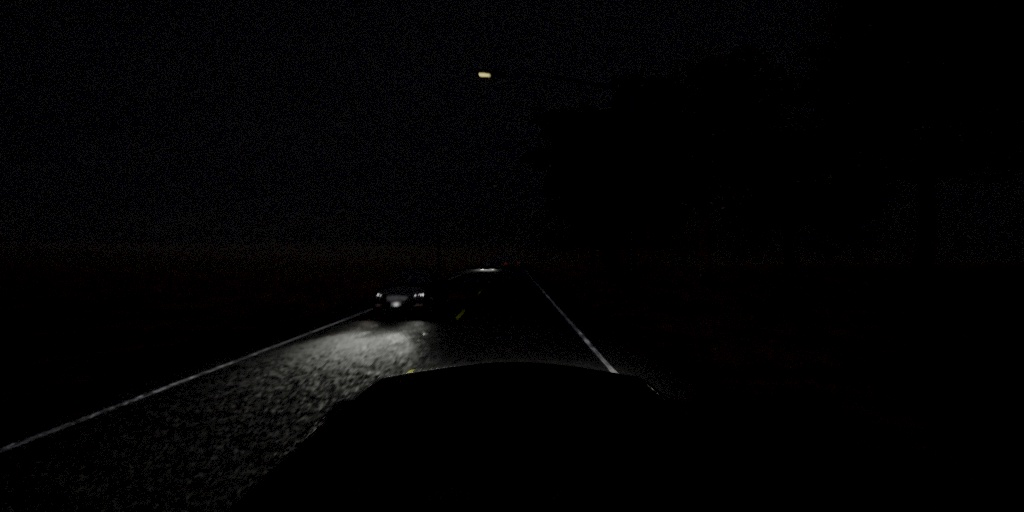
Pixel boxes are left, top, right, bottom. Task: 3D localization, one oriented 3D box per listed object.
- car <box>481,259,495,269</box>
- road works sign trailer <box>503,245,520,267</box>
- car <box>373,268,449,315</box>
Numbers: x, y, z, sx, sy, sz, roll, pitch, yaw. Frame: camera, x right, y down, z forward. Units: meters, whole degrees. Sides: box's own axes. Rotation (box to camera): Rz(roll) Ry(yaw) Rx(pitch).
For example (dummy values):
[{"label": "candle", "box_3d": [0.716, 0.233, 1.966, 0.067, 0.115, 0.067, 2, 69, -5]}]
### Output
[{"label": "car", "box_3d": [-3.561, 1.141, 54.127, 2.128, 1.511, 4.902, 0, 0, 0]}, {"label": "road works sign trailer", "box_3d": [0.017, 0.070, 63.424, 2.380, 3.560, 2.880, 0, 0, 1]}, {"label": "car", "box_3d": [-3.597, 1.237, 13.562, 2.128, 1.511, 4.902, 0, 0, 0]}]
